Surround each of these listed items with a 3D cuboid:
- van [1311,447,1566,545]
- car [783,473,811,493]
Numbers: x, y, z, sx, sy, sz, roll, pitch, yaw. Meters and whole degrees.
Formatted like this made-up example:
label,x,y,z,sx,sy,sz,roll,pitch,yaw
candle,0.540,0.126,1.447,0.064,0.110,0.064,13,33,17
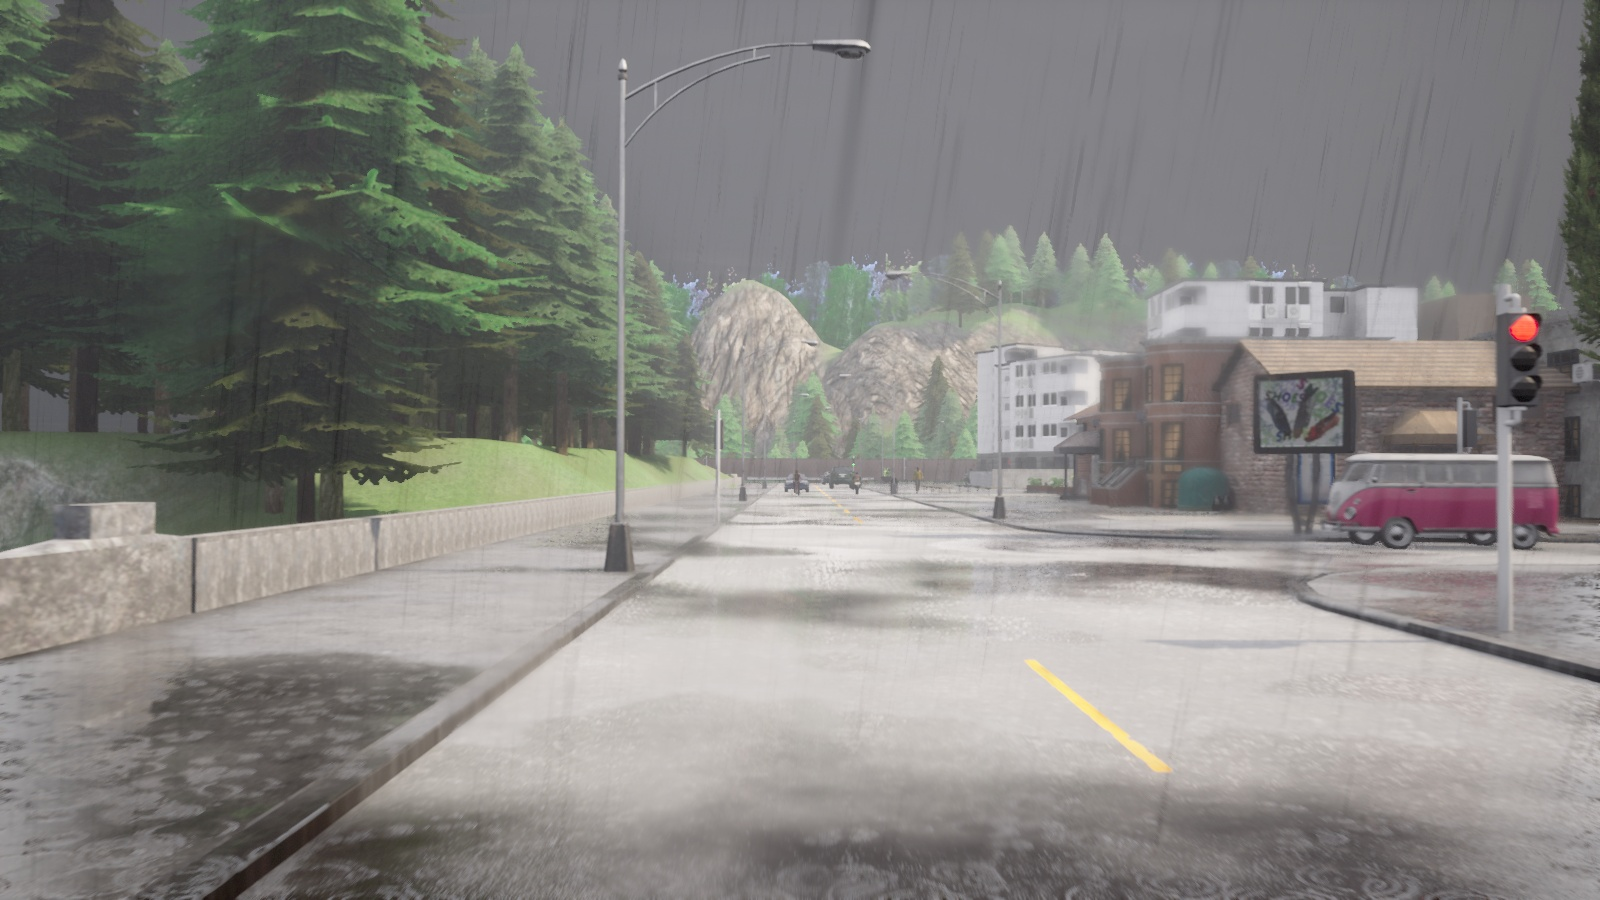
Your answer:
label,x,y,z,sx,sy,sz,roll,pitch,yaw
van,13.371,0.957,26.483,4.442,1.987,1.775,0,-1,0
car,-0.216,2.427,93.447,2.033,1.411,5.357,0,-1,0
